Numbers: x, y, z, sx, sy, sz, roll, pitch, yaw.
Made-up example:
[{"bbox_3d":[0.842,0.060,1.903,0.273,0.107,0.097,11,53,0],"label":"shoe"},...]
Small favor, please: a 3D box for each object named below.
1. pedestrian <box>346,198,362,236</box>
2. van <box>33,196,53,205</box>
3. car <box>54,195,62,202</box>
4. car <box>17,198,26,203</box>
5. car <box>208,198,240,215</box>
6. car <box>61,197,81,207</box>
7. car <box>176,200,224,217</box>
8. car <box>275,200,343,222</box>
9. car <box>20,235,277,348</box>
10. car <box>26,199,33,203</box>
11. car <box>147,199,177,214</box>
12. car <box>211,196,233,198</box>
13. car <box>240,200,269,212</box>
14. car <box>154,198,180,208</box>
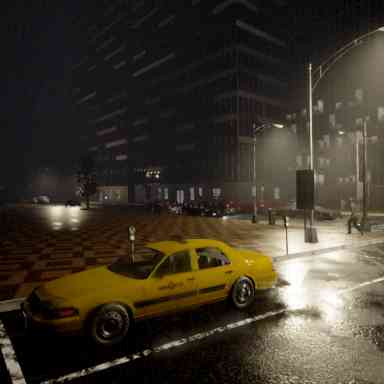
[{"bbox_3d":[7.691,1.135,15.916,0.375,1.860,0.375,-1,0,-35],"label":"pedestrian"},{"bbox_3d":[-32.415,1.851,72.315,1.690,1.788,3.998,-2,1,-41],"label":"van"},{"bbox_3d":[-33.453,1.942,86.355,1.887,1.381,4.507,-2,1,-41],"label":"car"},{"bbox_3d":[-43.353,2.125,85.005,1.752,1.417,4.829,-2,1,-41],"label":"car"},{"bbox_3d":[2.468,1.680,35.846,1.837,1.490,4.892,-2,0,-41],"label":"car"},{"bbox_3d":[-21.357,1.999,59.502,1.802,1.307,4.206,-2,1,-41],"label":"car"},{"bbox_3d":[0.747,1.791,33.867,1.947,1.339,4.313,-2,1,-41],"label":"car"},{"bbox_3d":[9.524,1.659,27.638,2.033,1.411,5.357,-2,1,-40],"label":"car"},{"bbox_3d":[-0.478,1.524,6.235,4.829,1.417,1.752,0,-1,-35],"label":"car"},{"bbox_3d":[-35.985,2.065,76.461,1.752,1.417,4.829,-2,1,-41],"label":"car"},{"bbox_3d":[-2.940,1.698,38.138,1.967,1.590,4.097,-2,1,-41],"label":"car"},{"bbox_3d":[3.444,1.399,43.569,2.192,1.841,5.009,-2,1,-41],"label":"car"},{"bbox_3d":[7.142,1.633,39.297,1.802,1.307,4.206,-2,1,-41],"label":"car"},{"bbox_3d":[-3.930,1.714,52.131,1.947,1.339,4.313,-2,1,-41],"label":"car"}]
